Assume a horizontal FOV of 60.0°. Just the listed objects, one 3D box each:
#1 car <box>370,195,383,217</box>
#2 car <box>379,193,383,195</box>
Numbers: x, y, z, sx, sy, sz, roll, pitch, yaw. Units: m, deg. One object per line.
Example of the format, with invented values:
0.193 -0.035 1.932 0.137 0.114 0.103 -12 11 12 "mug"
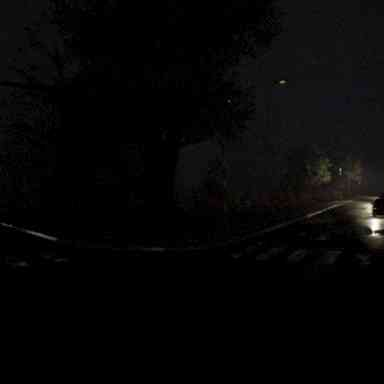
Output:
16.163 1.254 27.861 1.882 1.535 5.008 -2 0 30 "car"
28.966 0.874 49.923 2.097 1.767 4.553 -2 -1 30 "car"
